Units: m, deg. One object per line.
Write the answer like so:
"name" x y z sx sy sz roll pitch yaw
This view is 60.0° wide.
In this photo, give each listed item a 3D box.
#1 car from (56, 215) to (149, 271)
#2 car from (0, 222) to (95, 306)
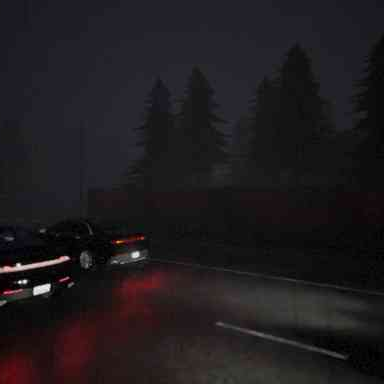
"car" -3.570 1.531 10.840 4.892 1.490 1.837 0 0 36
"car" -4.630 1.514 7.299 4.902 1.511 2.128 0 0 36
